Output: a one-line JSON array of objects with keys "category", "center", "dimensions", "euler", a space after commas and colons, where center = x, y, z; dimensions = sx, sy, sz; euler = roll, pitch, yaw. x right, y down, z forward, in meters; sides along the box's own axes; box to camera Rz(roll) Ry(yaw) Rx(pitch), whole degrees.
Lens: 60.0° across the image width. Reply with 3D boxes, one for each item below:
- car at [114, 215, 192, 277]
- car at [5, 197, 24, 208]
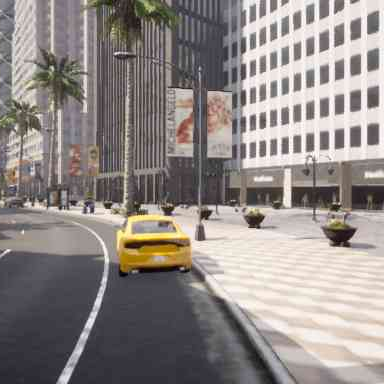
[{"category": "car", "center": [-1.364, 1.467, 10.428], "dimensions": [1.882, 1.535, 5.008], "euler": [0, 0, -14]}, {"category": "car", "center": [-25.899, 1.451, 48.418], "dimensions": [2.231, 1.521, 4.892], "euler": [0, 0, -39]}]
